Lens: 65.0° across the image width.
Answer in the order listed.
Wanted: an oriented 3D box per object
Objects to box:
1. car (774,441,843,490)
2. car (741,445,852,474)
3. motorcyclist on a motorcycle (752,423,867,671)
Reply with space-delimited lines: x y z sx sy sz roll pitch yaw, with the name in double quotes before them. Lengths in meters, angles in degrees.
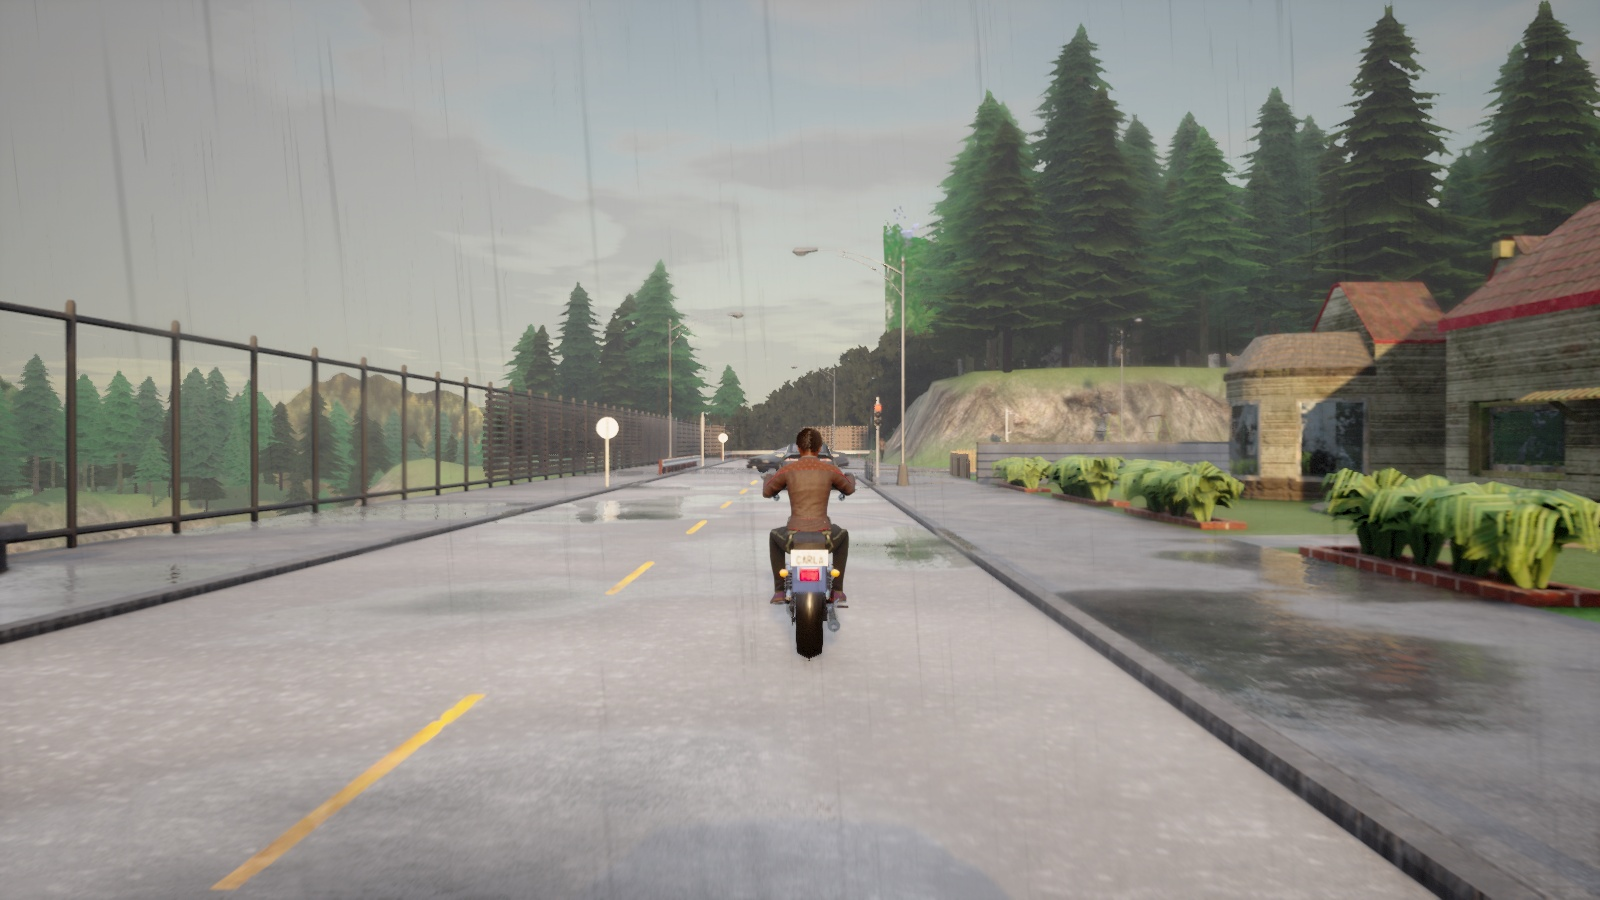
"car" 0.261 0.471 41.235 2.128 1.511 4.902 0 0 0
"car" -0.122 0.442 62.496 5.357 1.411 2.033 0 0 -37
"motorcyclist on a motorcycle" 0.070 0.643 9.539 0.766 1.649 2.350 0 0 0
